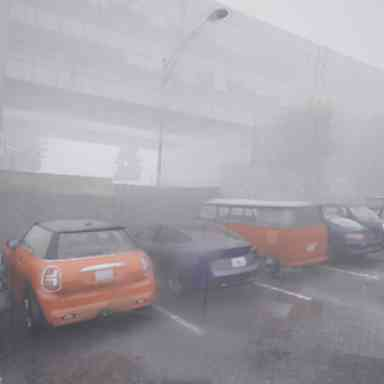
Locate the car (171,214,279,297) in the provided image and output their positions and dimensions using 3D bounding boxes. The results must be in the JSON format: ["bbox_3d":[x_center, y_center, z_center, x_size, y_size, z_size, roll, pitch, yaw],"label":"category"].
[{"bbox_3d":[-0.392,1.482,8.720,2.163,1.488,4.792,0,0,-35],"label":"car"}]

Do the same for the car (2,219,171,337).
[{"bbox_3d":[-2.631,1.344,7.051,2.185,1.767,4.553,0,0,-35],"label":"car"}]

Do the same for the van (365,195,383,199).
[{"bbox_3d":[11.066,1.145,16.711,1.878,1.987,4.442,0,0,-35],"label":"van"}]

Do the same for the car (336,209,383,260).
[{"bbox_3d":[4.177,1.460,11.940,2.002,1.452,4.674,0,0,-35],"label":"car"}]

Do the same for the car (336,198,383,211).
[{"bbox_3d":[6.431,1.278,13.587,2.185,1.767,4.553,0,0,-35],"label":"car"}]

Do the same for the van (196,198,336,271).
[{"bbox_3d":[1.832,1.211,10.415,1.878,1.987,4.442,0,0,-35],"label":"van"}]
